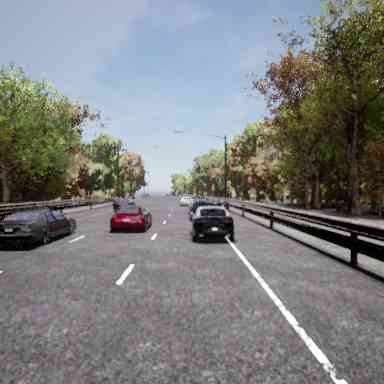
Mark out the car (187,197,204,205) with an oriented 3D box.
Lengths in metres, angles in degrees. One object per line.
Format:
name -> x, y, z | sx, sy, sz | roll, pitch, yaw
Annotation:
car -> 0.794, 1.400, 26.674 | 1.882, 1.535, 5.008 | 0, 0, -1

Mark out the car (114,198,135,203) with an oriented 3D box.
car -> -7.378, 1.398, 36.374 | 2.128, 1.511, 4.902 | 0, 0, -1

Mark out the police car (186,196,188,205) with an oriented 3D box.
police car -> 0.669, 1.337, 32.821 | 1.930, 1.638, 5.238 | 0, 0, -1

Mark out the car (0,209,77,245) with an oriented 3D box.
car -> -6.996, 1.495, 15.220 | 2.033, 1.411, 5.357 | 0, 0, -1

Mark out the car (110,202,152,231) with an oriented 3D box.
car -> -3.559, 1.499, 19.945 | 1.994, 1.385, 4.181 | 0, 0, -1

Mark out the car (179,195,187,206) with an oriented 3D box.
car -> -0.887, 1.421, 51.411 | 1.812, 1.442, 4.674 | 0, 0, -2

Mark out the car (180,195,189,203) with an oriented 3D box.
car -> -1.541, 1.415, 67.815 | 1.812, 1.442, 4.674 | 0, 0, -3

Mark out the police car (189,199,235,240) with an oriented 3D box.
police car -> 0.944, 1.369, 16.719 | 1.930, 1.638, 5.238 | 0, 0, -1
